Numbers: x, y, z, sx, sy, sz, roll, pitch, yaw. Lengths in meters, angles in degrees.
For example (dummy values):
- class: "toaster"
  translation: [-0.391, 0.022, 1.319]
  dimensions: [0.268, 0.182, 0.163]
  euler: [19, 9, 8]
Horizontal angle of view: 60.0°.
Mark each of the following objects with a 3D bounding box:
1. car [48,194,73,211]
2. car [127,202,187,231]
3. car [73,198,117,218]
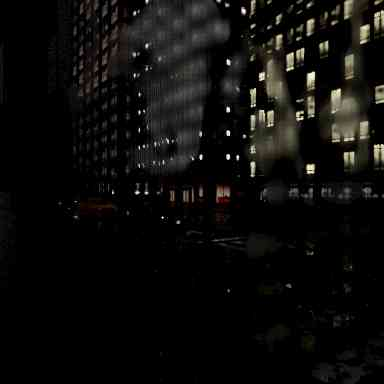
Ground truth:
- class: "car"
  translation: [-13.711, 1.045, 35.292]
  dimensions: [2.097, 1.767, 4.553]
  euler: [0, 0, -37]
- class: "car"
  translation: [-2.193, 1.344, 19.796]
  dimensions: [2.128, 1.511, 4.902]
  euler: [0, 0, -37]
- class: "car"
  translation: [-7.824, 1.254, 27.364]
  dimensions: [1.882, 1.535, 5.008]
  euler: [0, 0, -37]
